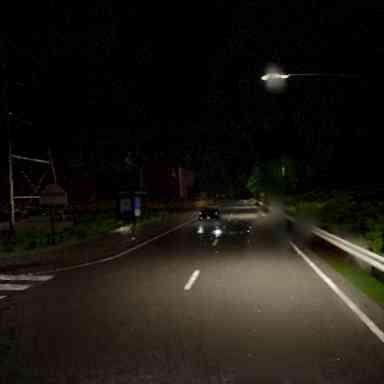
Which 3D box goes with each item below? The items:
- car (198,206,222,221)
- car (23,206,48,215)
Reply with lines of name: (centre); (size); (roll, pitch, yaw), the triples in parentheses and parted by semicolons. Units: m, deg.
car: (1.769, 1.997, 31.744); (1.895, 1.301, 4.718); (-2, -1, 9)
car: (-22.684, 2.860, 49.305); (4.892, 1.490, 1.837); (-2, -1, 9)
